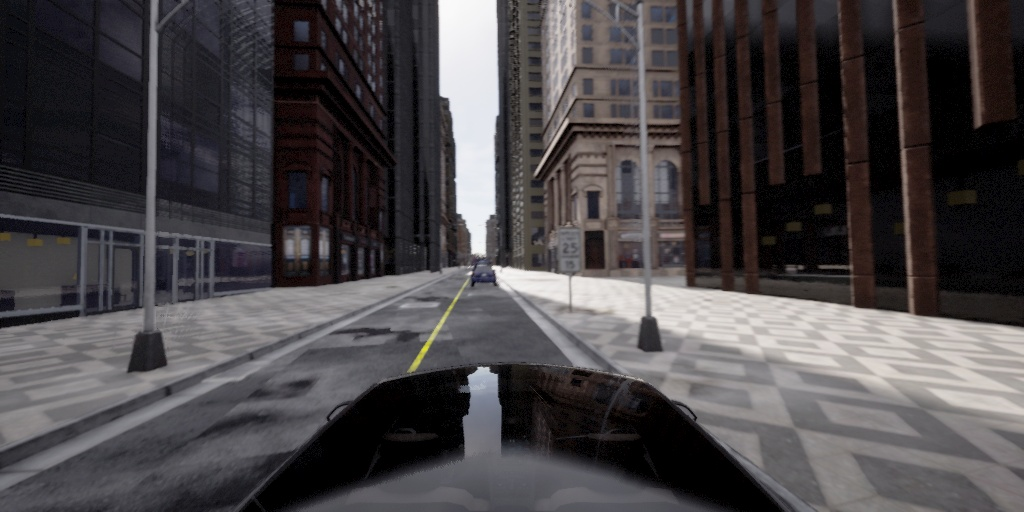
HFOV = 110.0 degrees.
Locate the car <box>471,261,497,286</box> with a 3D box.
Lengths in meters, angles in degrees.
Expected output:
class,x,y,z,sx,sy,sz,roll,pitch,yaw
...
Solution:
class,x,y,z,sx,sy,sz,roll,pitch,yaw
car,-2.400,1.549,30.474,2.097,1.767,4.553,-1,-1,-5
